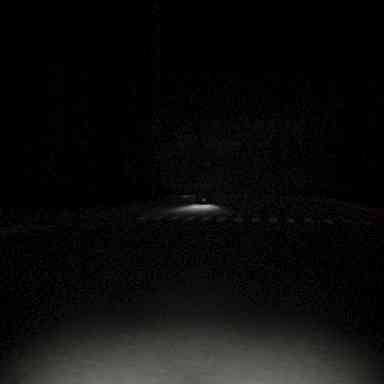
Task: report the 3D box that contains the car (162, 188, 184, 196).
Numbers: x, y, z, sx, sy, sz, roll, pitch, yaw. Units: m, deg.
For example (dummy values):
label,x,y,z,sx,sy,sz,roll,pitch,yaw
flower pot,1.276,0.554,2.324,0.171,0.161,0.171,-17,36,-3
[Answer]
label,x,y,z,sx,sy,sz,roll,pitch,yaw
car,-3.643,0.000,59.789,2.033,1.411,5.357,-1,2,-40

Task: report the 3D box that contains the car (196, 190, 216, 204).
label,x,y,z,sx,sy,sz,roll,pitch,yaw
car,1.627,0.506,37.018,2.128,1.511,4.902,0,1,9
